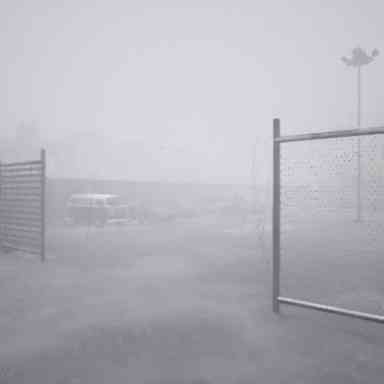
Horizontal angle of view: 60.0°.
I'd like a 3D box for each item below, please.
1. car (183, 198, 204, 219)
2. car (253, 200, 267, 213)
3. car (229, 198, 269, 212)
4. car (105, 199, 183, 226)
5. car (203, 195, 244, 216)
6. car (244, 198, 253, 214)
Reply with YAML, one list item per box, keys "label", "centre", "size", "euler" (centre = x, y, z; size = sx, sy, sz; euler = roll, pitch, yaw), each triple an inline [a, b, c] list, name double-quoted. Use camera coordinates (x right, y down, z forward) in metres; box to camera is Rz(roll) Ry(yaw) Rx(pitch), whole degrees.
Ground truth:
- label: "car"
  centre: [-1.180, 1.422, 28.145]
  size: [3.633, 1.501, 1.845]
  euler: [0, 0, 36]
- label: "car"
  centre: [5.264, 1.378, 35.101]
  size: [4.611, 1.667, 2.242]
  euler: [0, 0, 36]
- label: "car"
  centre: [6.513, 1.450, 38.108]
  size: [4.193, 1.474, 1.816]
  euler: [0, 0, 36]
- label: "car"
  centre: [-3.573, 1.475, 24.102]
  size: [5.357, 1.415, 2.033]
  euler: [0, 0, 36]
- label: "car"
  centre: [2.557, 1.263, 31.762]
  size: [3.866, 1.878, 1.905]
  euler: [0, 0, 36]
- label: "car"
  centre: [4.518, 1.479, 33.015]
  size: [2.207, 1.379, 1.481]
  euler: [0, 0, 36]
